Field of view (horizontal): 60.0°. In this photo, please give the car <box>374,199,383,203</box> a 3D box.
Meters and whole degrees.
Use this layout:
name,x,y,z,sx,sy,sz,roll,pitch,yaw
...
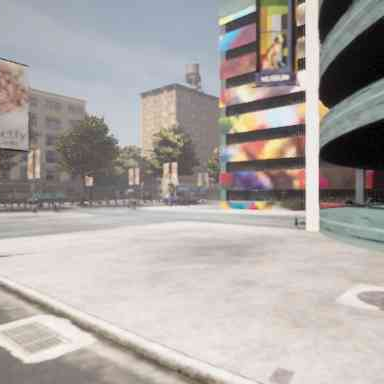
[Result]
name,x,y,z,sx,sy,sz,roll,pitch,yaw
car,25.320,1.465,43.766,1.895,1.301,4.718,0,0,41

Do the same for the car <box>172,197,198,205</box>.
name,x,y,z,sx,sy,sz,roll,pitch,yaw
car,-0.830,1.634,60.822,1.812,1.442,4.674,0,0,41

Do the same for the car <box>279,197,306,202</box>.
name,x,y,z,sx,sy,sz,roll,pitch,yaw
car,11.942,1.354,39.786,2.002,1.452,4.674,0,0,41

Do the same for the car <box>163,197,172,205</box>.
name,x,y,z,sx,sy,sz,roll,pitch,yaw
car,-3.468,1.646,63.123,1.812,1.442,4.674,0,0,41

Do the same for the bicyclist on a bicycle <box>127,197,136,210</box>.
name,x,y,z,sx,sy,sz,roll,pitch,yaw
bicyclist on a bicycle,-7.507,1.394,41.171,1.656,1.620,0.582,-1,0,41

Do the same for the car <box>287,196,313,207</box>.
name,x,y,z,sx,sy,sz,roll,pitch,yaw
car,16.840,1.454,51.693,2.161,1.482,4.786,0,0,41
